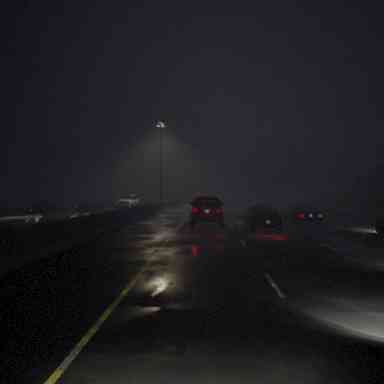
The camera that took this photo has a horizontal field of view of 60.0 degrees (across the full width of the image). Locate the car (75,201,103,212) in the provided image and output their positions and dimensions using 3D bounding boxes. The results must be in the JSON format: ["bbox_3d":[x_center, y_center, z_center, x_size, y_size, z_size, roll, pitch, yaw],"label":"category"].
[{"bbox_3d":[-12.378,1.710,40.083,1.895,1.301,4.718,0,0,3],"label":"car"}]

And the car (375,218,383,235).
[{"bbox_3d":[11.274,1.648,17.065,1.994,1.385,4.181,0,0,2],"label":"car"}]

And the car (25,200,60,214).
[{"bbox_3d":[-16.090,1.578,35.966,2.128,1.511,4.902,0,0,3],"label":"car"}]

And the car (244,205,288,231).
[{"bbox_3d":[4.456,1.561,21.387,1.882,1.535,5.008,0,0,3],"label":"car"}]

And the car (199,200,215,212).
[{"bbox_3d":[1.866,1.748,41.794,1.895,1.301,4.718,0,0,3],"label":"car"}]

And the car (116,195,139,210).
[{"bbox_3d":[-8.612,1.357,44.893,2.150,2.045,5.566,0,0,3],"label":"car"}]

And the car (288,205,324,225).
[{"bbox_3d":[8.111,1.650,24.852,2.033,1.411,5.357,0,0,3],"label":"car"}]

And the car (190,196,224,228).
[{"bbox_3d":[1.030,1.303,23.326,2.150,2.045,5.566,0,0,2],"label":"car"}]
